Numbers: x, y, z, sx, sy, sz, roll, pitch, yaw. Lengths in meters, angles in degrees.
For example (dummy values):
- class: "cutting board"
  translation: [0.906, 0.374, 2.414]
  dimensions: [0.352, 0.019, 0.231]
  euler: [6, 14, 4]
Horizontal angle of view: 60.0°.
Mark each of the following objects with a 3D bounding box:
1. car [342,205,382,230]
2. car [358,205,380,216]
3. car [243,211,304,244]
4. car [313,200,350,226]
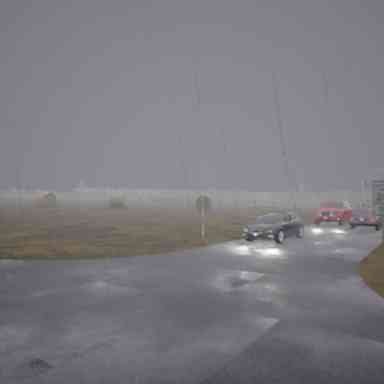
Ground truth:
- class: "car"
  translation: [12.832, 1.937, 24.284]
  dimensions: [2.033, 1.411, 5.357]
  euler: [-1, -2, 36]
- class: "car"
  translation: [23.259, 2.391, 43.620]
  dimensions: [1.994, 1.385, 4.181]
  euler: [-1, -2, 36]
- class: "car"
  translation: [4.434, 1.806, 17.717]
  dimensions: [1.837, 1.490, 4.892]
  euler: [-1, -2, 36]
- class: "car"
  translation: [12.000, 1.713, 28.162]
  dimensions: [2.150, 2.045, 5.566]
  euler: [-1, -2, 36]
